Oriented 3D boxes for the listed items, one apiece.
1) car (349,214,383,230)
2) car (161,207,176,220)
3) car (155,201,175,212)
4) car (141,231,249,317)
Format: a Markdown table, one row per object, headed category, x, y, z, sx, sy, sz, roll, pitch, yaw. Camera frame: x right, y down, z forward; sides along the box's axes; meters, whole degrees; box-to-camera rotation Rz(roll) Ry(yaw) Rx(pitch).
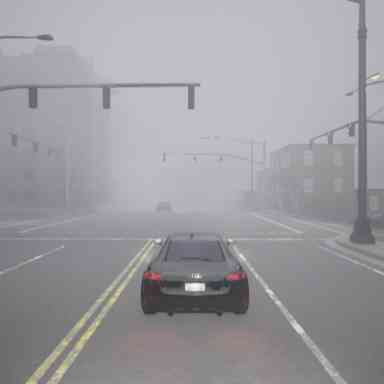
| category | x | y | z | sx | sy | sz | roll | pitch | yaw |
| --- | --- | --- | --- | --- | --- | --- | --- | --- | --- |
| car | 15.782 | 2.559 | 27.725 | 4.892 | 1.490 | 1.837 | 9 | 0 | 0 |
| car | -3.741 | 3.549 | 54.341 | 2.033 | 1.411 | 5.357 | 0 | -12 | 0 |
| car | -3.717 | 2.009 | 44.545 | 1.837 | 1.490 | 4.892 | 0 | -5 | 0 |
| car | 0.055 | 1.562 | 7.576 | 1.994 | 1.385 | 4.181 | 0 | 0 | 0 |
